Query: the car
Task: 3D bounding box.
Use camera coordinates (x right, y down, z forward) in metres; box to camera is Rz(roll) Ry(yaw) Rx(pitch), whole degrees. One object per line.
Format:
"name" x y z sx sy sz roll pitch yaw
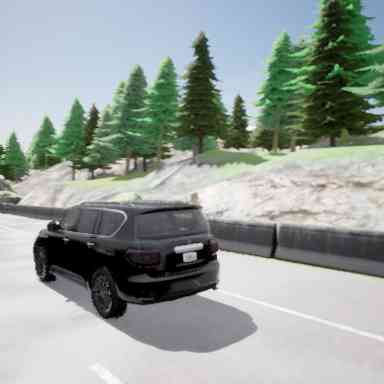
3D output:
"car" -1.817 1.218 7.692 2.150 2.045 5.566 -1 0 -42
